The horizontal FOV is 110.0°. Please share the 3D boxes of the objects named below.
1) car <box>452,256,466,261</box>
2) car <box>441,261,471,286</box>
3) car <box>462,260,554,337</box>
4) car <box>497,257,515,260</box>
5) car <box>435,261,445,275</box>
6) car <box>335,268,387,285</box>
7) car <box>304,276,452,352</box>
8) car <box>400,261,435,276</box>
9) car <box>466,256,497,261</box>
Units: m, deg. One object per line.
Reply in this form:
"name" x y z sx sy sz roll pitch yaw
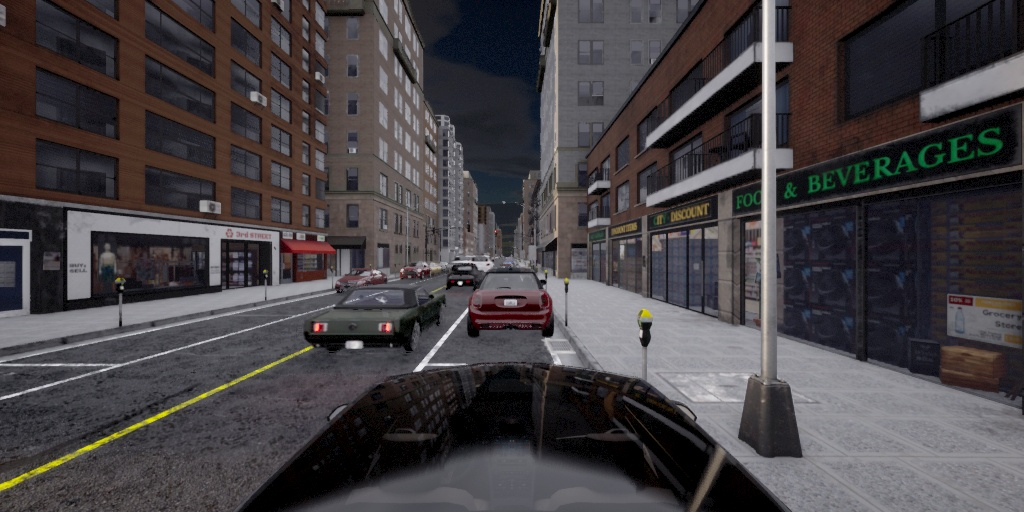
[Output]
"car" -5.808 0.973 42.484 2.150 2.045 5.566 0 0 1
"car" -2.920 1.256 22.653 1.837 1.490 4.892 0 0 0
"car" -0.033 1.102 10.470 2.097 1.767 4.553 0 0 0
"car" -0.383 1.189 36.951 1.967 1.591 4.097 0 0 0
"car" -8.408 1.275 36.773 1.751 1.417 4.829 0 0 0
"car" -8.408 1.332 20.388 1.802 1.307 4.207 0 0 0
"car" -2.919 1.351 8.870 1.895 1.301 4.718 0 0 0
"car" -8.408 1.190 31.425 1.967 1.591 4.097 0 0 0
"car" -3.024 0.971 36.436 2.150 2.045 5.566 0 0 0
